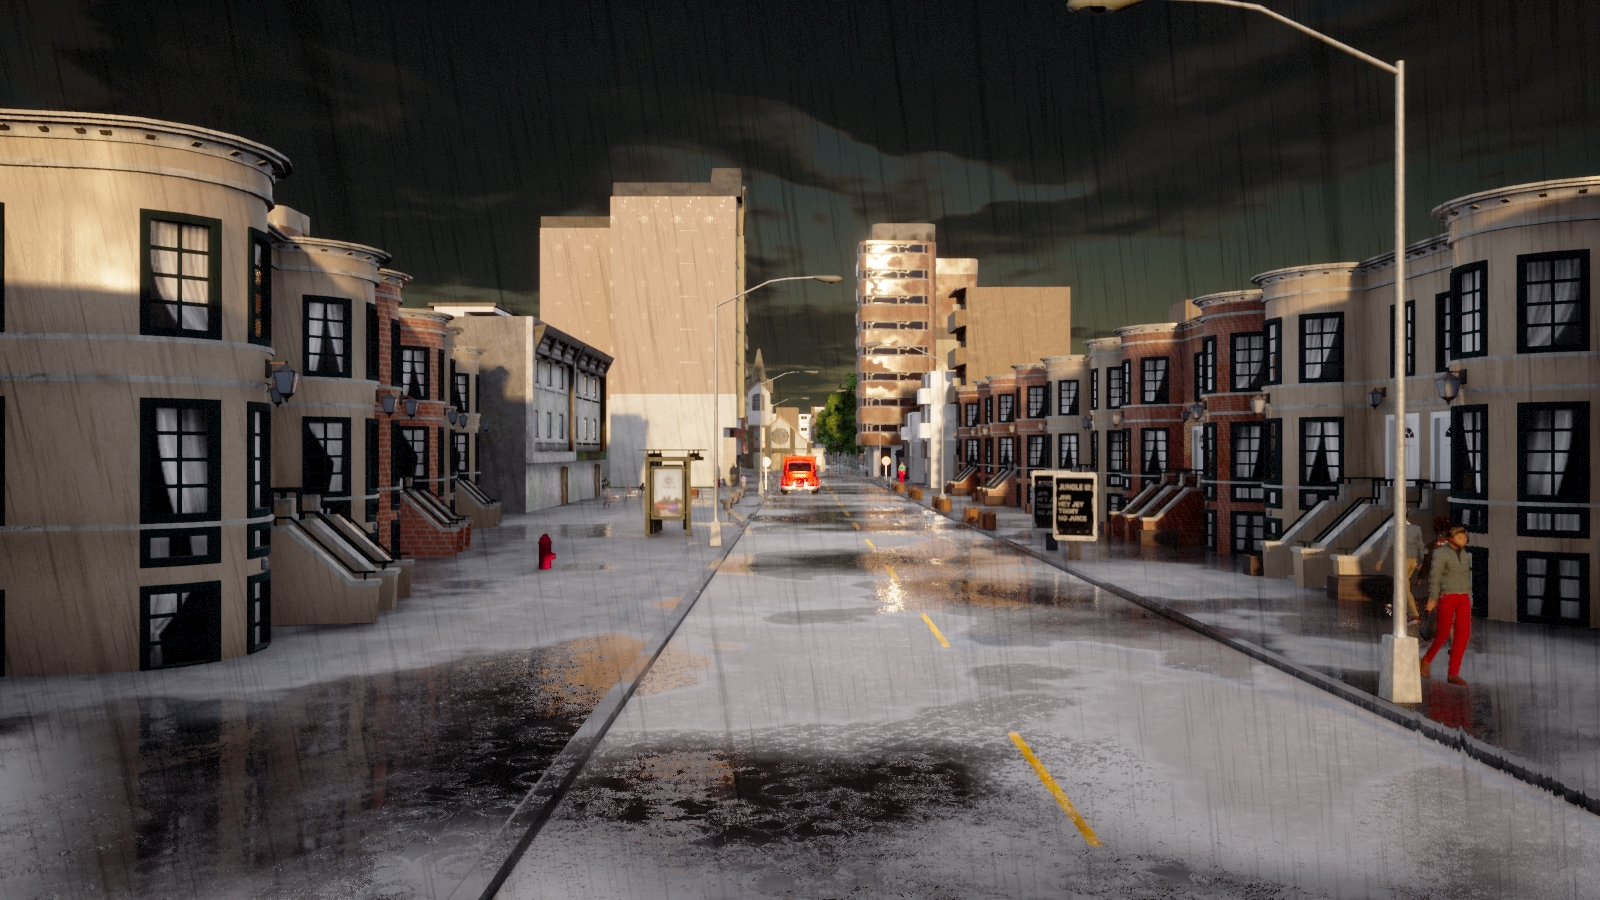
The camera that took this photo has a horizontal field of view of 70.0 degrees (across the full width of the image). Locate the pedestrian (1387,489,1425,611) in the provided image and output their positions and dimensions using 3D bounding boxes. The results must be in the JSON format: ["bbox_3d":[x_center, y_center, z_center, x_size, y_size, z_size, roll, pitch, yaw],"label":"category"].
[{"bbox_3d":[9.356,1.532,17.654,0.375,1.860,0.375,0,0,-2],"label":"pedestrian"}]

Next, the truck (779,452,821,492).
[{"bbox_3d":[-0.014,1.378,73.039,2.627,2.467,5.204,0,0,0],"label":"truck"}]

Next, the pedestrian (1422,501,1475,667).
[{"bbox_3d":[7.489,1.531,13.205,0.375,1.860,0.375,0,0,-11],"label":"pedestrian"}]

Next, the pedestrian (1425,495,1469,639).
[{"bbox_3d":[8.524,1.530,15.053,0.375,1.860,0.375,0,0,1],"label":"pedestrian"}]
